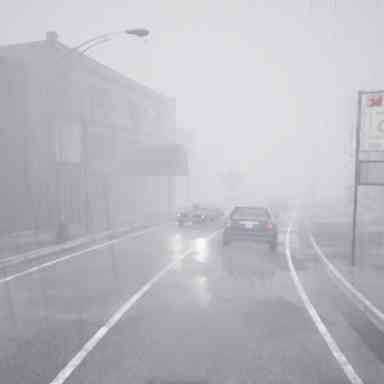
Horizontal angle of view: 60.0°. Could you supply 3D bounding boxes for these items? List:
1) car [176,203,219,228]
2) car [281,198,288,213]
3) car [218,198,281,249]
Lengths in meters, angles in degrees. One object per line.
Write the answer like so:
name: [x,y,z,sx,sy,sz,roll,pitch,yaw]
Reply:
car: [0.576,1.392,20.844,1.895,1.301,4.718,2,1,18]
car: [8.634,1.267,33.581,1.994,1.385,4.181,2,2,18]
car: [2.701,1.294,14.674,2.097,1.767,4.553,2,1,15]
